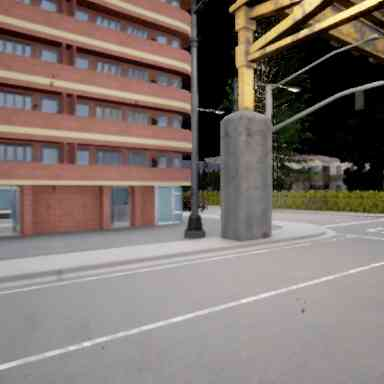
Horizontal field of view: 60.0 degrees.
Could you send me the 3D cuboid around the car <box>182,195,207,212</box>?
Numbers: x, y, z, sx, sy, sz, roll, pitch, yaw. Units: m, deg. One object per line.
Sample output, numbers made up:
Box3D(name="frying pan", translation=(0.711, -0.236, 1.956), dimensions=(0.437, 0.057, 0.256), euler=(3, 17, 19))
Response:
Box3D(name="car", translation=(-0.373, 1.167, 36.185), dimensions=(2.097, 1.767, 4.553), euler=(-1, 0, -35))
